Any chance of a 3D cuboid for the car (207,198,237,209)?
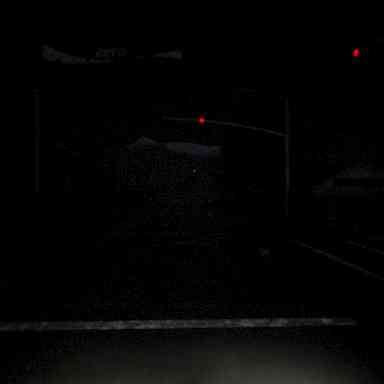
[{"bbox_3d":[4.517,1.599,47.795,4.902,1.511,2.128,3,-2,-23],"label":"car"}]
